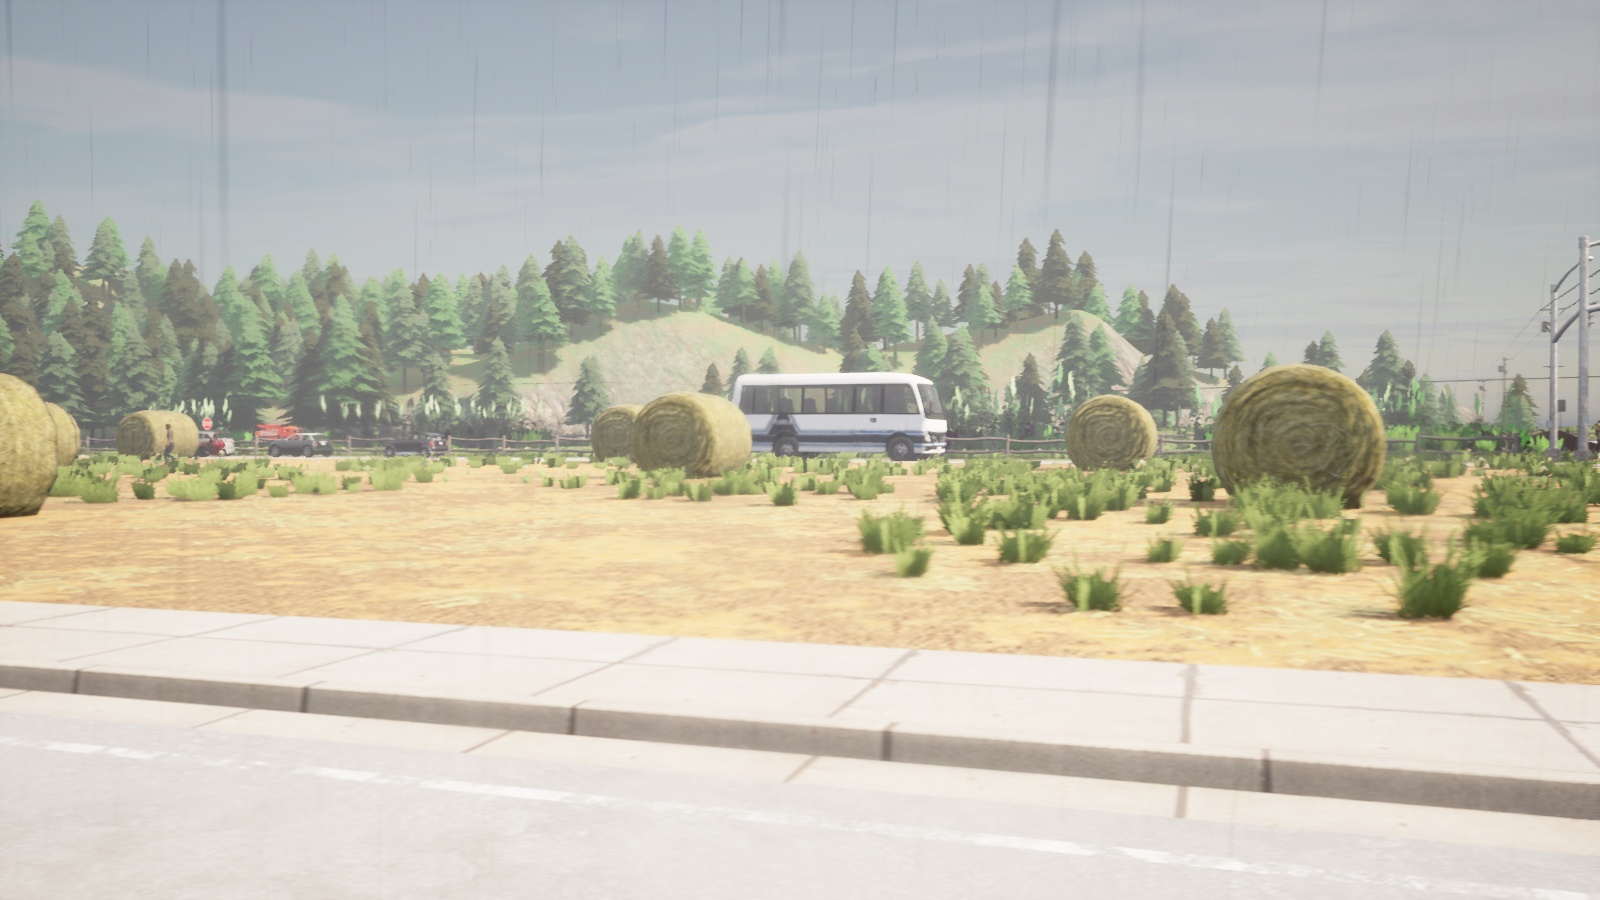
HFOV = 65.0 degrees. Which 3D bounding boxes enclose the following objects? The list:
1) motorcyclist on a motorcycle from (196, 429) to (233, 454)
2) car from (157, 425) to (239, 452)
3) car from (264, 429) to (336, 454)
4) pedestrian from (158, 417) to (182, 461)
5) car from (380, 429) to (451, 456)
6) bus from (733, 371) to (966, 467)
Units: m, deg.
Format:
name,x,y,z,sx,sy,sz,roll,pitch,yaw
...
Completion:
name,x,y,z,sx,sy,sz,roll,pitch,yaw
motorcyclist on a motorcycle,-34.996,-0.515,75.032,2.044,1.523,0.797,1,1,22
car,-38.479,-0.748,80.251,4.611,1.667,2.242,1,1,23
car,-30.643,-0.549,77.023,3.806,1.475,1.970,1,1,22
pedestrian,-25.986,-0.436,51.813,0.869,1.805,0.328,0,1,-27
car,-22.546,-0.454,73.683,3.705,1.549,1.789,1,1,22
bus,2.317,-1.499,59.620,10.273,4.253,3.944,1,1,22
